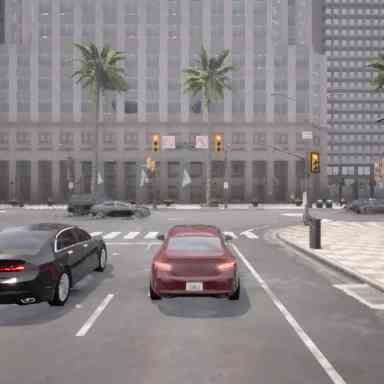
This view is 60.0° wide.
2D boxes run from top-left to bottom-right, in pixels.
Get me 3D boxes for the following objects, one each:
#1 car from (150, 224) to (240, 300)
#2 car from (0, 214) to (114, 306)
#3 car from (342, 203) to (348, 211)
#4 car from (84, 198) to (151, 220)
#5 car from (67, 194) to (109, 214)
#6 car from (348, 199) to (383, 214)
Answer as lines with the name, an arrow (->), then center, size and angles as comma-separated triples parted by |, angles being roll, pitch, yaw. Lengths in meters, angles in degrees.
car -> 0.070, 1.526, 8.255 | 1.812, 1.442, 4.674 | 0, 0, 1
car -> -3.439, 1.505, 8.000 | 1.837, 1.490, 4.892 | 0, 0, 0
car -> 19.751, 1.491, 38.039 | 4.902, 1.511, 2.128 | 0, 0, 0
car -> -5.856, 1.491, 27.359 | 4.902, 1.511, 2.128 | 0, 0, 0
car -> -8.673, 1.221, 30.862 | 5.566, 2.045, 2.150 | 0, 0, 0
car -> 19.032, 1.564, 34.539 | 4.181, 1.385, 1.994 | 0, 0, 0
